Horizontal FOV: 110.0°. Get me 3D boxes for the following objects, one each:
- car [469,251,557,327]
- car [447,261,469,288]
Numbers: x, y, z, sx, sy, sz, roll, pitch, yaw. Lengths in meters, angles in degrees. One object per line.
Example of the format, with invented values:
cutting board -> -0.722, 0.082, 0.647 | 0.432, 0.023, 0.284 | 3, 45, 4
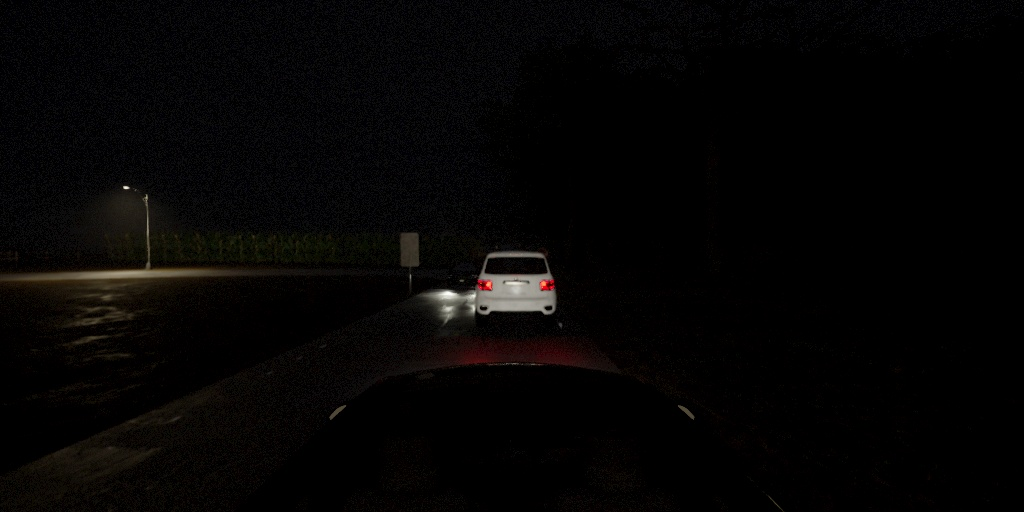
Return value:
car -> 0.099, 0.901, 11.449 | 2.150, 2.045, 5.566 | 0, 0, 0
car -> -2.753, 1.073, 22.158 | 1.882, 1.535, 5.008 | 0, 0, 0
